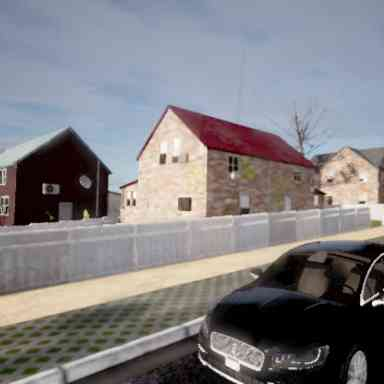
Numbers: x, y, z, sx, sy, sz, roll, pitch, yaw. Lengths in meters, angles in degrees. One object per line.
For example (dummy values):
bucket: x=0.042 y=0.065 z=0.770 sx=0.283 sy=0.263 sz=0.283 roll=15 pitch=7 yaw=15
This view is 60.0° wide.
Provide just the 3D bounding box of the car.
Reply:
car: x=2.234 y=1.576 z=5.148 sx=4.892 sy=1.490 sz=1.837 roll=0 pitch=-1 yaw=-42
